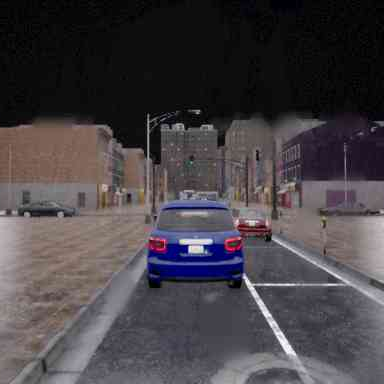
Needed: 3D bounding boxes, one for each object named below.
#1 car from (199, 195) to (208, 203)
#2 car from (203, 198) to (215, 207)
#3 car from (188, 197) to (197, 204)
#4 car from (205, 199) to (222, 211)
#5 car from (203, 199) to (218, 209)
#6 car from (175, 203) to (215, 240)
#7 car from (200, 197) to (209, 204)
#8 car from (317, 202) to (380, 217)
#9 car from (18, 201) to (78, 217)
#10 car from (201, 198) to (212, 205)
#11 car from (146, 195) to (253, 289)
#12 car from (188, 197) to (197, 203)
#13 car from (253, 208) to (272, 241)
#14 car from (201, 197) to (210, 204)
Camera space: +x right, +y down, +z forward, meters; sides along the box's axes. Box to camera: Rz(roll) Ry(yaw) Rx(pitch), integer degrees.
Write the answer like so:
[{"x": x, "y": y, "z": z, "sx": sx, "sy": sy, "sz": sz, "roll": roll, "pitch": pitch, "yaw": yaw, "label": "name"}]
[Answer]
[{"x": 2.808, "y": 1.747, "z": 81.587, "sx": 2.192, "sy": 1.841, "sz": 5.009, "roll": 1, "pitch": -1, "yaw": 0, "label": "car"}, {"x": 2.755, "y": 1.711, "z": 54.566, "sx": 1.752, "sy": 1.417, "sz": 4.829, "roll": 1, "pitch": 0, "yaw": 0, "label": "car"}, {"x": 0.137, "y": 1.882, "z": 74.211, "sx": 1.812, "sy": 1.442, "sz": 4.674, "roll": 0, "pitch": -1, "yaw": 0, "label": "car"}, {"x": 2.734, "y": 1.679, "z": 43.523, "sx": 1.947, "sy": 1.339, "sz": 4.313, "roll": 1, "pitch": 0, "yaw": 0, "label": "car"}, {"x": 2.744, "y": 1.713, "z": 48.960, "sx": 1.947, "sy": 1.339, "sz": 4.313, "roll": 1, "pitch": 0, "yaw": 0, "label": "car"}, {"x": 0.123, "y": 1.501, "z": 18.420, "sx": 1.882, "sy": 1.535, "sz": 5.008, "roll": 0, "pitch": 0, "yaw": 0, "label": "car"}, {"x": 2.794, "y": 1.904, "z": 76.317, "sx": 1.752, "sy": 1.417, "sz": 4.829, "roll": 1, "pitch": -1, "yaw": 0, "label": "car"}, {"x": 14.771, "y": 1.618, "z": 31.548, "sx": 5.357, "sy": 1.411, "sz": 2.033, "roll": 0, "pitch": -2, "yaw": 3, "label": "car"}, {"x": -12.469, "y": 1.531, "z": 28.863, "sx": 4.892, "sy": 1.490, "sz": 1.837, "roll": 0, "pitch": -2, "yaw": 2, "label": "car"}, {"x": 2.773, "y": 1.840, "z": 65.272, "sx": 1.947, "sy": 1.339, "sz": 4.313, "roll": 1, "pitch": -1, "yaw": 0, "label": "car"}, {"x": 0.055, "y": 1.231, "z": 9.313, "sx": 2.150, "sy": 2.045, "sz": 5.566, "roll": 0, "pitch": 0, "yaw": 0, "label": "car"}, {"x": 0.154, "y": 1.985, "z": 84.195, "sx": 2.128, "sy": 1.511, "sz": 4.902, "roll": 0, "pitch": -1, "yaw": 0, "label": "car"}, {"x": 2.691, "y": 1.460, "z": 16.776, "sx": 1.967, "sy": 1.590, "sz": 4.097, "roll": 2, "pitch": 0, "yaw": 0, "label": "car"}, {"x": 2.784, "y": 1.851, "z": 70.879, "sx": 1.752, "sy": 1.417, "sz": 4.829, "roll": 1, "pitch": -1, "yaw": 0, "label": "car"}]
